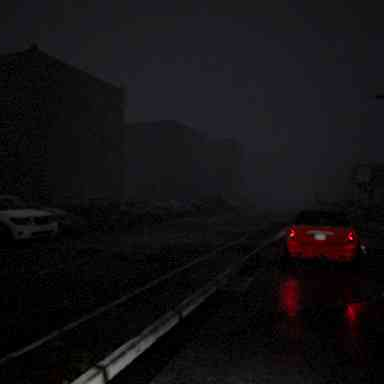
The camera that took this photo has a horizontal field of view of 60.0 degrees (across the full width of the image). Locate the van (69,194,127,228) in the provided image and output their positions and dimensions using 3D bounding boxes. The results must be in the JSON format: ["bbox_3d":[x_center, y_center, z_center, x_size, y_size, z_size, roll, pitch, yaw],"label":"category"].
[{"bbox_3d":[-6.419,1.142,19.633,4.442,1.987,1.878,0,0,23],"label":"van"}]

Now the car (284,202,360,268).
[{"bbox_3d":[4.534,1.311,11.523,2.097,1.767,4.553,0,0,23],"label":"car"}]

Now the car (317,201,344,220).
[{"bbox_3d":[12.445,1.599,29.822,2.033,1.411,5.357,0,0,23],"label":"car"}]

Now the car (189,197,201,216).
[{"bbox_3d":[-2.093,1.417,29.640,4.892,1.521,2.231,0,0,23],"label":"car"}]

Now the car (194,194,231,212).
[{"bbox_3d":[1.093,1.239,37.273,5.566,2.045,2.435,0,0,23],"label":"car"}]

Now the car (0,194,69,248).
[{"bbox_3d":[-8.471,1.115,14.381,5.566,2.045,2.435,0,0,23],"label":"car"}]

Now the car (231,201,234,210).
[{"bbox_3d":[2.215,1.397,39.788,4.553,1.767,2.185,0,0,23],"label":"car"}]

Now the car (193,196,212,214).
[{"bbox_3d":[-1.015,1.437,32.177,5.008,1.535,2.097,0,0,23],"label":"car"}]

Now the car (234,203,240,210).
[{"bbox_3d":[3.249,1.598,42.340,4.674,1.452,2.002,0,-1,23],"label":"car"}]

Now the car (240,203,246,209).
[{"bbox_3d":[4.493,1.595,44.809,5.366,1.575,1.946,0,-1,23],"label":"car"}]

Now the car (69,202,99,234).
[{"bbox_3d":[-7.432,1.406,16.937,4.674,1.452,2.002,0,0,23],"label":"car"}]

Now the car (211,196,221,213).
[{"bbox_3d":[0.044,1.462,34.721,5.008,1.535,2.097,0,0,23],"label":"car"}]

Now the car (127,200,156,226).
[{"bbox_3d":[-5.298,1.375,22.019,5.008,1.535,2.097,0,0,23],"label":"car"}]

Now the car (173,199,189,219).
[{"bbox_3d":[-3.163,1.400,27.100,4.892,1.521,2.231,0,0,23],"label":"car"}]

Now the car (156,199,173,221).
[{"bbox_3d":[-4.197,1.415,24.545,4.792,1.488,2.163,0,0,23],"label":"car"}]
